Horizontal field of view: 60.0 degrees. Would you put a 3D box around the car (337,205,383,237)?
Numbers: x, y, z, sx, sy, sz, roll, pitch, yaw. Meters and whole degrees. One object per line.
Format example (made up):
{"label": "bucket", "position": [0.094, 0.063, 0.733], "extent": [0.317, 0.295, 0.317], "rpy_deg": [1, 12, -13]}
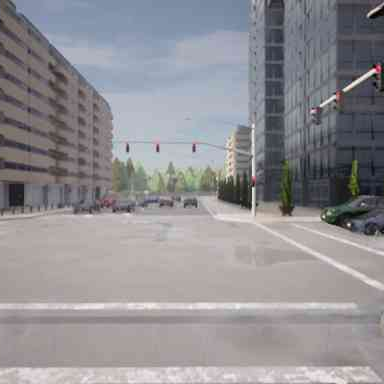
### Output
{"label": "car", "position": [10.487, 1.598, 17.978], "extent": [4.181, 1.385, 1.994], "rpy_deg": [0, 0, 0]}

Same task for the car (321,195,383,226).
{"label": "car", "position": [11.336, 1.252, 21.510], "extent": [5.566, 2.045, 2.150], "rpy_deg": [0, 0, 1]}

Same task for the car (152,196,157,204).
{"label": "car", "position": [-7.192, 1.407, 61.367], "extent": [1.882, 1.535, 5.008], "rpy_deg": [0, 0, 1]}

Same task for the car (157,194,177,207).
{"label": "car", "position": [-3.670, 1.469, 49.092], "extent": [1.812, 1.442, 4.674], "rpy_deg": [0, 0, 1]}

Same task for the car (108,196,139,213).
{"label": "car", "position": [-7.447, 1.463, 36.651], "extent": [1.837, 1.490, 4.892], "rpy_deg": [0, 0, 0]}

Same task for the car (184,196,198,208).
{"label": "car", "position": [-0.179, 1.449, 48.113], "extent": [1.837, 1.490, 4.892], "rpy_deg": [0, 0, 1]}

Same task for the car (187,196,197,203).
{"label": "car", "position": [0.009, 1.518, 70.924], "extent": [1.895, 1.301, 4.718], "rpy_deg": [0, 0, 1]}

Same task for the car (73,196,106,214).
{"label": "car", "position": [-10.944, 1.464, 35.025], "extent": [1.837, 1.490, 4.892], "rpy_deg": [0, 0, 0]}

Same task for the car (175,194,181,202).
{"label": "car", "position": [-3.509, 1.271, 72.563], "extent": [2.097, 1.767, 4.553], "rpy_deg": [0, 0, 1]}

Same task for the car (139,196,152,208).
{"label": "car", "position": [-7.382, 1.437, 47.014], "extent": [2.128, 1.511, 4.902], "rpy_deg": [0, 0, 1]}

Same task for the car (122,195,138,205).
{"label": "car", "position": [-10.745, 1.411, 58.067], "extent": [1.882, 1.535, 5.008], "rpy_deg": [0, 0, 1]}

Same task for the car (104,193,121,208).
{"label": "car", "position": [-10.917, 1.168, 44.964], "extent": [2.150, 2.045, 5.566], "rpy_deg": [0, 0, 0]}
